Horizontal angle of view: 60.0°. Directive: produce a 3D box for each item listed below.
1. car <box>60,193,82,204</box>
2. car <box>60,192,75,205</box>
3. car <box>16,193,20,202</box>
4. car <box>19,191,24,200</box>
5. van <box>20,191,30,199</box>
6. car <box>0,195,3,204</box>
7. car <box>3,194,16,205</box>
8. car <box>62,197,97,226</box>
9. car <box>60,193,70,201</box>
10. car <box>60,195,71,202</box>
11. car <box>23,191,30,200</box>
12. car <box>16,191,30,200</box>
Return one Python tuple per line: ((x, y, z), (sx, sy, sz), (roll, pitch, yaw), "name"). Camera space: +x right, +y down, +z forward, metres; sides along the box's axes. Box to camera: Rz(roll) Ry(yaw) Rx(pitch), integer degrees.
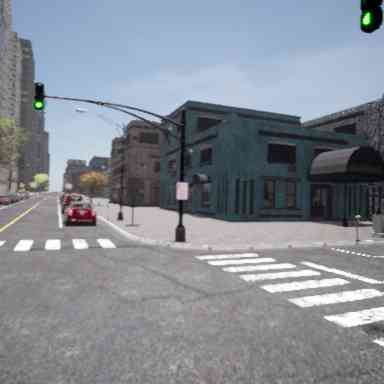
((-11.940, 1.187, 33.419), (2.192, 1.841, 5.009), (3, -1, -22), "car")
((-20.444, 1.072, 54.462), (2.192, 1.841, 5.009), (3, -1, -22), "car")
((-28.206, 1.044, 51.283), (1.947, 1.339, 4.313), (3, -1, -22), "car")
((-30.332, 1.015, 56.543), (1.947, 1.339, 4.313), (3, -1, -22), "car")
((-38.825, 0.676, 77.589), (1.690, 1.788, 3.998), (3, -1, -22), "van")
((-21.763, 1.091, 35.344), (1.752, 1.417, 4.829), (3, -1, -22), "car")
((-26.081, 1.089, 46.022), (1.802, 1.307, 4.206), (3, -1, -22), "car")
((-7.694, 1.369, 22.896), (1.967, 1.590, 4.097), (3, -1, -22), "car")
((-28.954, 1.081, 75.502), (1.967, 1.590, 4.097), (3, -1, -22), "car")
((-24.708, 1.264, 64.979), (1.947, 1.339, 4.313), (3, -1, -22), "car")
((-34.583, 0.943, 67.065), (2.008, 1.369, 4.403), (3, -1, -22), "car")
((-36.698, 0.678, 72.329), (2.192, 1.841, 5.009), (3, -1, -22), "car")
